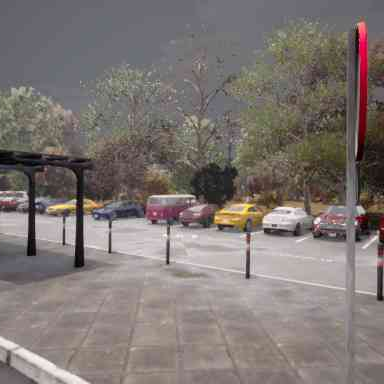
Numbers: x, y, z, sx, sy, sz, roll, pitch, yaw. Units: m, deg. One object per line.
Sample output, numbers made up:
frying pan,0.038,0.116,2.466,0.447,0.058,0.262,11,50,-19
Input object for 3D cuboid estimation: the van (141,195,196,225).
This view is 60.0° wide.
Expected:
van,-1.183,1.200,23.717,1.878,1.987,4.442,1,0,35

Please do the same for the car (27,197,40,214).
car,-12.535,1.331,31.704,2.163,1.488,4.792,1,0,35

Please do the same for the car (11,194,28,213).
car,-14.807,1.277,33.297,2.231,1.521,4.892,1,0,35

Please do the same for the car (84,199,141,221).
car,-5.789,1.405,26.822,2.163,1.488,4.792,1,0,35

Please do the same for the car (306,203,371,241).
car,7.806,1.402,17.202,2.185,1.767,4.553,1,0,35

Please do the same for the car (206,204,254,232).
car,3.265,1.476,20.396,2.097,1.535,5.008,1,0,35

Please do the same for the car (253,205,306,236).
car,5.526,1.542,18.787,2.002,1.452,4.674,1,0,35

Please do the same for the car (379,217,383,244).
car,10.050,1.553,15.571,2.097,1.535,5.008,1,0,35

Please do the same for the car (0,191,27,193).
car,-21.605,0.950,38.102,2.435,2.045,5.566,1,0,36

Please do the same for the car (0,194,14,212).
car,-17.067,1.251,34.908,2.097,1.535,5.008,1,0,35

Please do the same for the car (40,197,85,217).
car,-10.400,1.323,29.918,1.946,1.575,5.366,1,0,36

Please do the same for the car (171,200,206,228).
car,1.004,1.491,22.010,2.002,1.452,4.674,1,0,36
